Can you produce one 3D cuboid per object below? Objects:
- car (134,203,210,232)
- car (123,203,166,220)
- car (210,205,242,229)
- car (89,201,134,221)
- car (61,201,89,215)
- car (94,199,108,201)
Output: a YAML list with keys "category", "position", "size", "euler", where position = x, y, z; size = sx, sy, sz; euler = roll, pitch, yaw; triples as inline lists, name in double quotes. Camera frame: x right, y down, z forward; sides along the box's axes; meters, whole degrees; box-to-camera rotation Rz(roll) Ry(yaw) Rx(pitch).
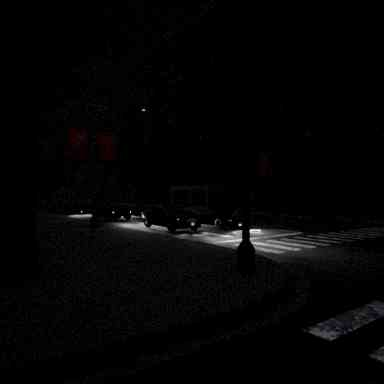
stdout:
- category: "car"
  position: [-1.387, 1.548, 20.661]
  size: [2.128, 1.511, 4.902]
  euler: [0, 0, -36]
- category: "car"
  position: [-4.440, 1.701, 30.470]
  size: [1.895, 1.301, 4.718]
  euler: [0, 0, -36]
- category: "car"
  position: [1.454, 1.609, 22.338]
  size: [2.033, 1.411, 5.357]
  euler: [0, 0, -33]
- category: "car"
  position: [-6.833, 1.693, 28.236]
  size: [1.895, 1.301, 4.718]
  euler: [0, 0, -36]
- category: "car"
  position: [-13.012, 1.680, 36.848]
  size: [2.033, 1.411, 5.357]
  euler: [0, 0, -35]
- category: "car"
  position: [-10.511, 1.632, 38.937]
  size: [2.128, 1.511, 4.902]
  euler: [0, 0, -36]
